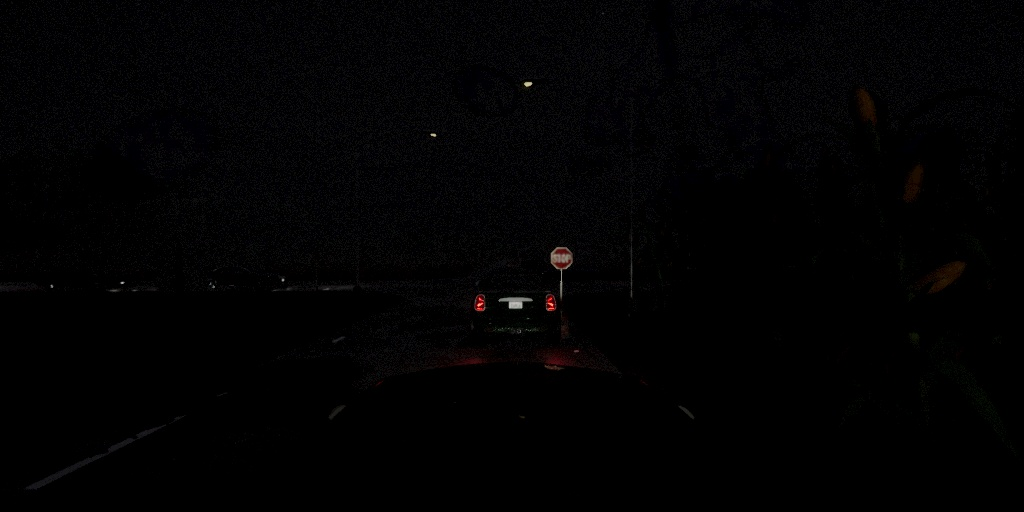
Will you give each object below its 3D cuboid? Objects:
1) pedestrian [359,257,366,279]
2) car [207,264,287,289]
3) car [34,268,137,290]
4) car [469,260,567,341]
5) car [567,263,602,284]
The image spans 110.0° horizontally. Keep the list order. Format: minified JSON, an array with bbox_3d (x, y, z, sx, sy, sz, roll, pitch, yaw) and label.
[{"bbox_3d":[-12.252,0.983,29.271,0.375,1.860,0.375,0,2,0],"label":"pedestrian"},{"bbox_3d":[-17.330,1.301,23.269,4.902,1.511,2.128,0,2,0],"label":"car"},{"bbox_3d":[-27.452,1.434,23.210,4.718,1.301,1.895,0,2,0],"label":"car"},{"bbox_3d":[0.027,1.098,10.000,2.097,1.767,4.553,0,0,-1],"label":"car"},{"bbox_3d":[4.190,1.247,26.357,4.674,1.442,1.812,0,1,0],"label":"car"}]
